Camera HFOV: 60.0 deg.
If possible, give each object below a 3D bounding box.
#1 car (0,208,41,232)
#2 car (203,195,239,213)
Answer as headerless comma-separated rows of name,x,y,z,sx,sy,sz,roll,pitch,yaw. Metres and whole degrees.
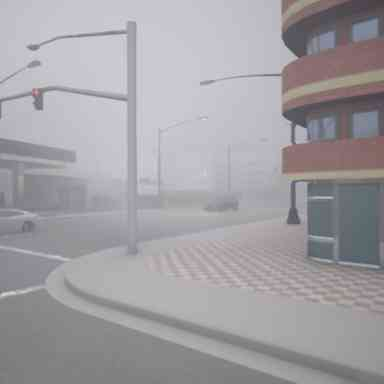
car,-10.829,1.654,18.493,1.812,1.442,4.674,0,1,35
car,3.525,1.405,39.168,2.150,2.045,5.566,0,2,35
